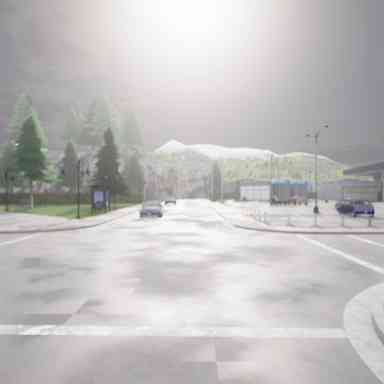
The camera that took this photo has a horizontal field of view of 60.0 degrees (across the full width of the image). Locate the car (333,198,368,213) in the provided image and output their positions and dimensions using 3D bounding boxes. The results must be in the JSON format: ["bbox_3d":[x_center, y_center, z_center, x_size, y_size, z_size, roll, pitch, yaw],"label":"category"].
[{"bbox_3d":[16.983,1.365,35.881,1.970,1.475,3.806,0,0,0],"label":"car"}]

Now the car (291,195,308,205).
[{"bbox_3d":[17.300,1.302,54.544,2.152,1.636,5.027,0,0,0],"label":"car"}]

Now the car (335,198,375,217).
[{"bbox_3d":[13.935,1.359,28.488,1.845,1.501,3.633,0,0,0],"label":"car"}]

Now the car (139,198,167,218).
[{"bbox_3d":[-3.520,1.518,29.750,1.812,1.442,4.674,0,0,0],"label":"car"}]

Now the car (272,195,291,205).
[{"bbox_3d":[14.163,1.311,54.521,2.007,1.523,4.514,0,0,0],"label":"car"}]

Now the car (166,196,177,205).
[{"bbox_3d":[-3.541,1.354,55.484,1.812,1.442,4.674,0,0,0],"label":"car"}]
